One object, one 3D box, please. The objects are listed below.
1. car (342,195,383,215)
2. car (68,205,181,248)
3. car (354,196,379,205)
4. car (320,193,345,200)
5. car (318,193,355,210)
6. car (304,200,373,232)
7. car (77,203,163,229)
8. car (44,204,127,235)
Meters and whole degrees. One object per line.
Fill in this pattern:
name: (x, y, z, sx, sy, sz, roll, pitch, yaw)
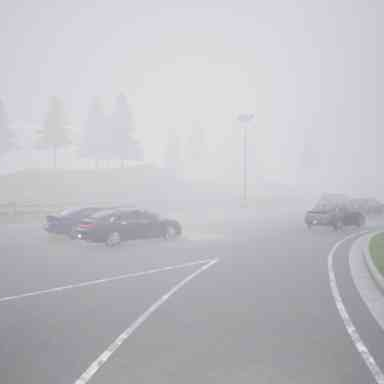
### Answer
car: (16.617, 1.328, 31.692, 4.553, 1.767, 2.097, 0, 0, -41)
car: (-2.670, 1.495, 14.890, 4.892, 1.490, 1.837, 0, 0, -41)
car: (30.186, 1.449, 57.442, 4.902, 1.511, 2.128, 0, 0, -41)
car: (14.802, 1.326, 34.753, 4.553, 1.767, 2.097, 0, 0, -41)
car: (18.661, 1.187, 42.759, 5.566, 2.045, 2.150, 0, 0, -41)
car: (8.703, 1.477, 20.157, 4.902, 1.511, 2.128, 0, 0, -41)
car: (-4.706, 1.532, 22.402, 5.357, 1.411, 2.033, 0, 0, -41)
car: (-5.047, 1.466, 17.462, 5.008, 1.535, 1.882, 0, 0, -41)
